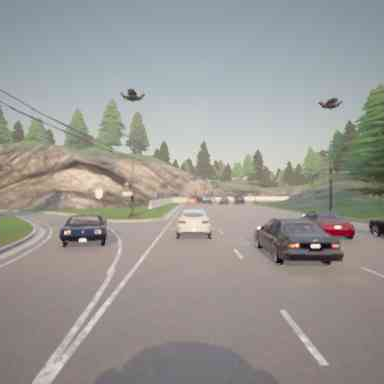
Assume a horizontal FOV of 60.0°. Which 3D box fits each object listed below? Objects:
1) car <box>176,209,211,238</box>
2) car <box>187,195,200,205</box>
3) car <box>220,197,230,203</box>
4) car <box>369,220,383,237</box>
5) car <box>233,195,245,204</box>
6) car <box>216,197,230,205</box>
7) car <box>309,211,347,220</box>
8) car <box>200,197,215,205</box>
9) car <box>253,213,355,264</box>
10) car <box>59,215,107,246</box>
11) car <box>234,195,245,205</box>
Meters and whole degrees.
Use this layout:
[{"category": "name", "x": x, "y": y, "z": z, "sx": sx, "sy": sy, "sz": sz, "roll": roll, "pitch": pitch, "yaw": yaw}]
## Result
[{"category": "car", "x": 0.088, "y": 1.671, "z": 18.689, "sx": 1.812, "sy": 1.442, "sz": 4.674, "roll": 0, "pitch": 0, "yaw": 0}, {"category": "car", "x": 0.030, "y": 1.934, "z": 74.983, "sx": 2.097, "sy": 1.767, "sz": 4.553, "roll": 0, "pitch": 0, "yaw": 2}, {"category": "car", "x": 8.359, "y": 2.031, "z": 84.155, "sx": 1.812, "sy": 1.442, "sz": 4.674, "roll": 0, "pitch": 0, "yaw": 17}, {"category": "car", "x": 10.601, "y": 1.726, "z": 16.088, "sx": 1.895, "sy": 1.301, "sz": 4.718, "roll": 0, "pitch": 0, "yaw": 0}, {"category": "car", "x": 11.993, "y": 1.829, "z": 84.165, "sx": 2.150, "sy": 2.045, "sz": 5.566, "roll": 0, "pitch": 0, "yaw": 17}, {"category": "car", "x": 7.013, "y": 2.109, "z": 73.856, "sx": 2.033, "sy": 1.411, "sz": 5.357, "roll": 0, "pitch": 0, "yaw": 2}, {"category": "car", "x": 7.101, "y": 1.705, "z": 18.194, "sx": 1.994, "sy": 1.385, "sz": 4.181, "roll": 0, "pitch": 0, "yaw": 0}, {"category": "car", "x": 3.530, "y": 2.103, "z": 74.951, "sx": 2.128, "sy": 1.511, "sz": 4.902, "roll": 0, "pitch": 0, "yaw": 2}, {"category": "car", "x": 3.602, "y": 1.643, "z": 12.207, "sx": 2.033, "sy": 1.411, "sz": 5.357, "roll": 0, "pitch": 0, "yaw": 0}, {"category": "car", "x": -5.068, "y": 1.725, "z": 15.960, "sx": 1.895, "sy": 1.301, "sz": 4.718, "roll": 0, "pitch": 0, "yaw": -14}, {"category": "car", "x": 10.512, "y": 2.069, "z": 73.856, "sx": 1.837, "sy": 1.490, "sz": 4.892, "roll": 0, "pitch": 0, "yaw": 2}]
